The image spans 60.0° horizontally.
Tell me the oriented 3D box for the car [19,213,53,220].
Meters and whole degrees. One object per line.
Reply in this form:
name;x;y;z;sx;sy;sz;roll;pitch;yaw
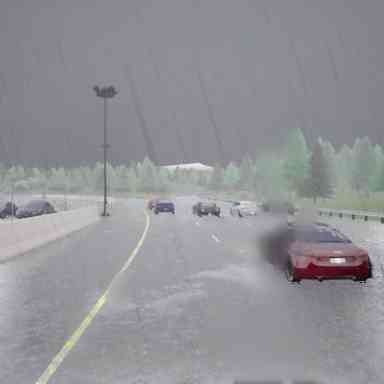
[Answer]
car;-12.513;1.507;26.831;1.837;1.490;4.892;0;-1;-8

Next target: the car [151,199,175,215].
car;-2.954;1.478;34.676;1.882;1.535;5.008;0;0;-10

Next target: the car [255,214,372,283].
car;3.293;1.564;9.706;1.994;1.385;4.181;0;0;-2

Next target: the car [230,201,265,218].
car;4.789;1.525;30.467;1.812;1.442;4.674;0;0;-8

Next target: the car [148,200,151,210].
car;-4.745;1.601;43.908;1.895;1.301;4.718;0;0;-13

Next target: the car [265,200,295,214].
car;8.113;1.493;31.930;2.128;1.511;4.902;0;0;-8

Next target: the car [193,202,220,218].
car;1.221;1.601;30.828;1.895;1.301;4.718;0;0;-8
